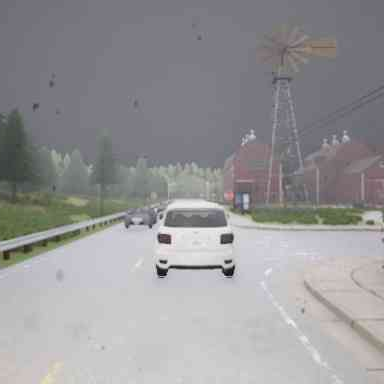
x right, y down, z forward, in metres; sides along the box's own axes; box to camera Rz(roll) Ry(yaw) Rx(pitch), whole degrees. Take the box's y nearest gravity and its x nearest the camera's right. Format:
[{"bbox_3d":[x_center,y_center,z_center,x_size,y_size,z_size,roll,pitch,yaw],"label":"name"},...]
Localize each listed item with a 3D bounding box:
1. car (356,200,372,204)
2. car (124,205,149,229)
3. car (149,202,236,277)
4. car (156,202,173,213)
[{"bbox_3d":[27.393,2.066,53.263,1.816,1.474,4.193,0,-1,-1],"label":"car"},{"bbox_3d":[-3.603,1.745,23.964,2.128,1.511,4.902,0,-1,-1],"label":"car"},{"bbox_3d":[0.091,1.338,10.797,2.150,2.045,5.566,0,0,0],"label":"car"},{"bbox_3d":[-3.561,2.066,44.041,1.895,1.301,4.718,0,-1,0],"label":"car"}]
